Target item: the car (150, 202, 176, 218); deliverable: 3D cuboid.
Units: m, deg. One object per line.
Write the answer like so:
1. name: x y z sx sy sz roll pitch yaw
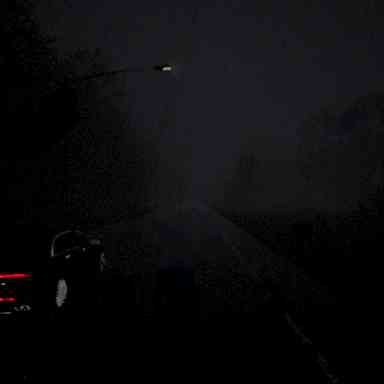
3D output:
1. car: -2.780 1.740 32.486 1.812 1.442 4.674 0 0 2

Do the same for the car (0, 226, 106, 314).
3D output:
1. car: -3.394 1.556 7.720 1.837 1.490 4.892 0 0 0
